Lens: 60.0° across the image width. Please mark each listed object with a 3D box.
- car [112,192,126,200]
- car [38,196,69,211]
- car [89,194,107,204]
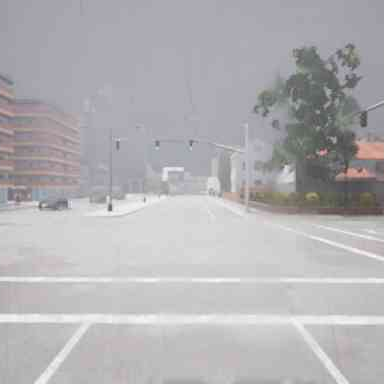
[{"bbox_3d":[-15.002,0.771,68.302,2.097,1.767,4.553,0,0,0],"label":"car"},{"bbox_3d":[-15.090,1.222,36.427,2.128,1.511,4.902,0,0,0],"label":"car"},{"bbox_3d":[-15.054,1.099,53.293,2.128,1.511,4.902,0,0,0],"label":"car"}]
